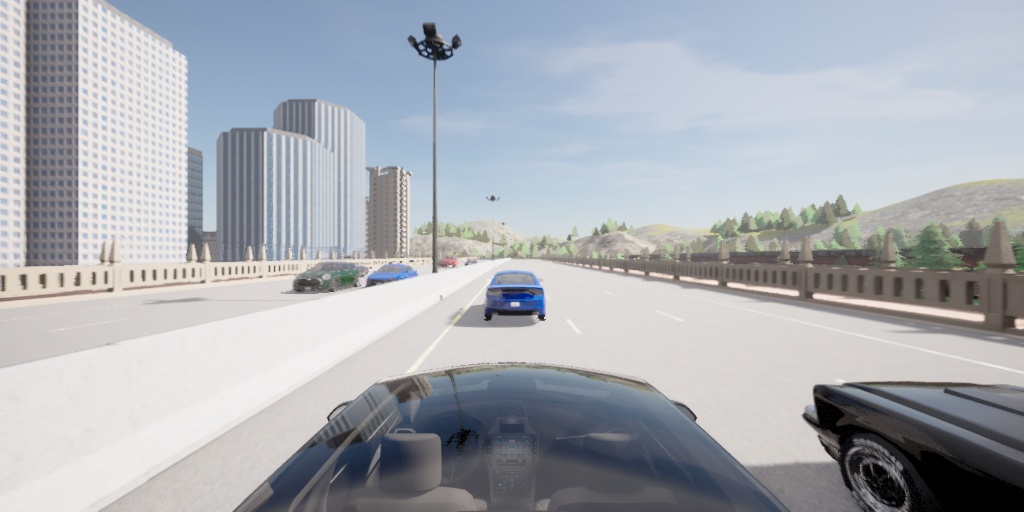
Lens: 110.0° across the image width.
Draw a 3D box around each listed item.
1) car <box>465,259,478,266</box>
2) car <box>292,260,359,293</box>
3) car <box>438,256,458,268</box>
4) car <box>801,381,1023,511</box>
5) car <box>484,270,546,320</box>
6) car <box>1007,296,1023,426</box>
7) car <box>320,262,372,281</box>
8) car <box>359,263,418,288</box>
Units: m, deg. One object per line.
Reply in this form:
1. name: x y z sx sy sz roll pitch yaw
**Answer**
1. car: -7.050 1.239 62.551 2.128 1.511 4.902 0 0 0
2. car: -10.606 1.102 20.884 2.097 1.767 4.553 0 0 0
3. car: -10.553 0.967 61.282 2.150 2.045 5.566 0 0 1
4. car: 3.594 1.351 1.124 1.895 1.301 4.718 0 0 0
5. car: 0.095 1.227 12.698 1.882 1.535 5.008 0 0 0
6. car: 7.086 1.241 1.911 2.128 1.511 4.902 0 0 0
7. car: -14.108 1.296 30.938 2.033 1.411 5.357 0 0 0
8. car: -7.107 1.227 21.660 1.882 1.535 5.008 0 0 0
